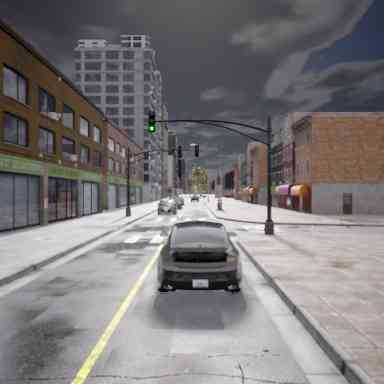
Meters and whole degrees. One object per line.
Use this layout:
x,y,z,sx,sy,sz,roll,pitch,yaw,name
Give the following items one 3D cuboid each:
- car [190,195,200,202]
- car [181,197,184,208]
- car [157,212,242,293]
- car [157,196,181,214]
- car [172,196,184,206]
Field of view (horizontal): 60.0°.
0.673,1.550,75.079,1.837,1.490,4.892,0,0,1,car
-2.455,1.399,45.125,2.097,1.767,4.553,0,0,0,car
0.171,1.517,8.876,1.837,1.490,4.892,0,0,0,car
-2.551,1.531,35.120,2.128,1.511,4.902,0,0,0,car
-2.335,1.529,56.817,1.882,1.535,5.008,0,0,1,car
